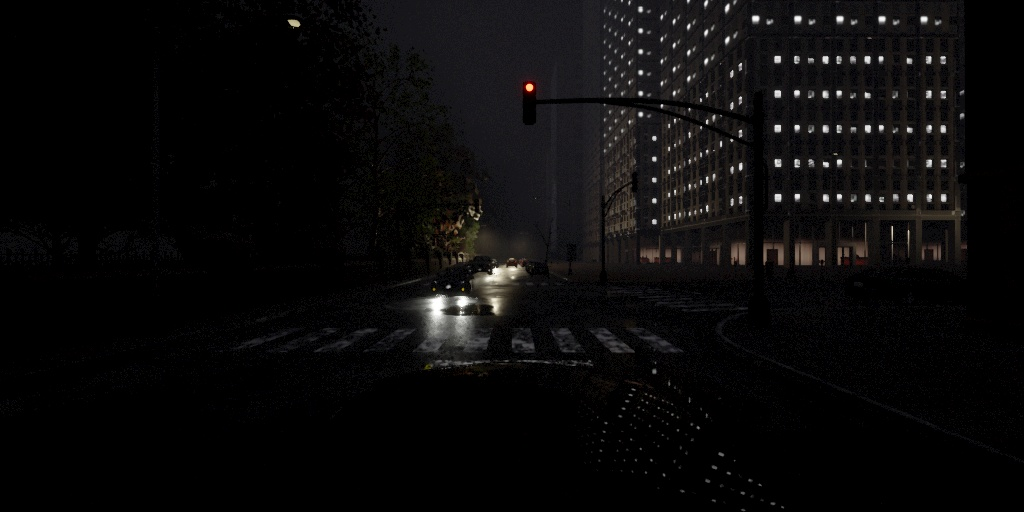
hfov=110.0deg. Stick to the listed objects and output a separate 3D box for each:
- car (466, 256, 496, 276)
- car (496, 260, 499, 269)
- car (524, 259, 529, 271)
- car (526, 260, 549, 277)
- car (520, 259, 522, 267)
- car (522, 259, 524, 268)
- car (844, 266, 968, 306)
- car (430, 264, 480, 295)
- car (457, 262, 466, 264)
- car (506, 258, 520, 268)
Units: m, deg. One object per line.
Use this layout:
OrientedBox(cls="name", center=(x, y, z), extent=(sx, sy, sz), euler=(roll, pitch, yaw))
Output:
OrientedBox(cls="car", center=(-3.112, 0.987, 37.472), extent=(2.150, 2.045, 5.566), euler=(0, 0, 0))
OrientedBox(cls="car", center=(-3.100, 1.275, 57.170), extent=(2.128, 1.511, 4.902), euler=(0, 0, 0))
OrientedBox(cls="car", center=(2.676, 1.334, 41.264), extent=(1.948, 1.339, 4.313), euler=(0, 0, 0))
OrientedBox(cls="car", center=(2.677, 1.330, 35.631), extent=(1.948, 1.339, 4.313), euler=(0, 0, 0))
OrientedBox(cls="car", center=(2.669, 1.337, 63.794), extent=(1.888, 1.381, 4.507), euler=(0, 0, 0))
OrientedBox(cls="car", center=(2.674, 1.339, 46.896), extent=(1.948, 1.339, 4.313), euler=(0, 0, 0))
OrientedBox(cls="car", center=(14.681, 1.026, 13.052), extent=(4.313, 1.339, 1.948), euler=(0, 0, 0))
OrientedBox(cls="car", center=(-3.105, 1.319, 19.537), extent=(1.994, 1.385, 4.181), euler=(0, 0, 0))
OrientedBox(cls="car", center=(-5.705, 1.350, 41.261), extent=(1.802, 1.307, 4.207), euler=(0, 0, 0))
OrientedBox(cls="car", center=(-0.021, 1.267, 62.083), extent=(1.882, 1.535, 5.008), euler=(0, 0, 0))
